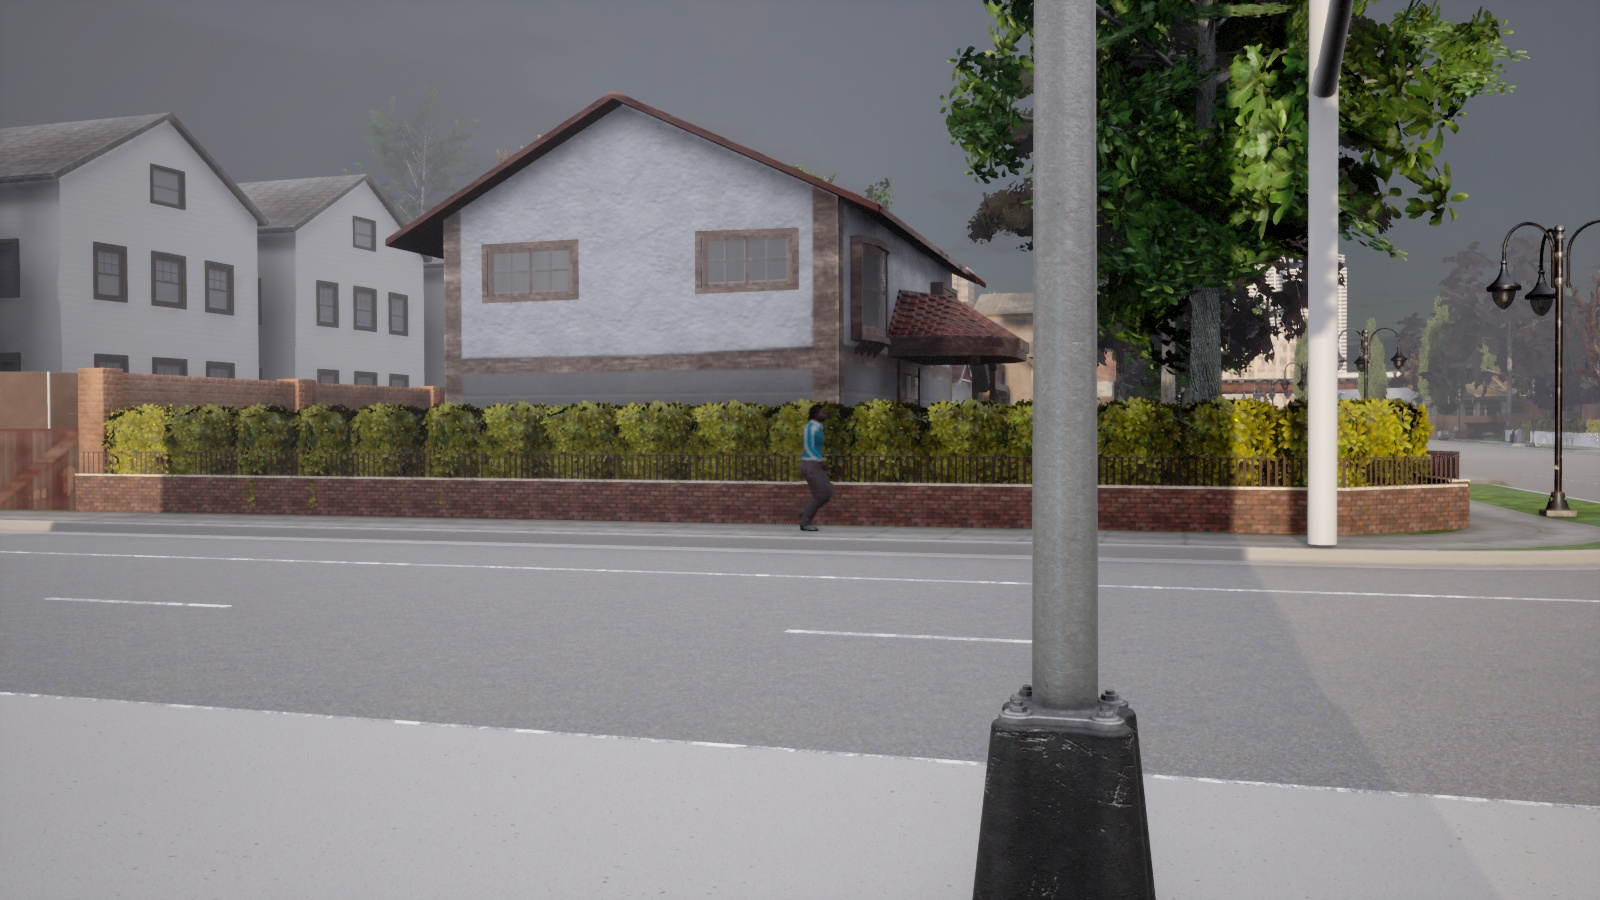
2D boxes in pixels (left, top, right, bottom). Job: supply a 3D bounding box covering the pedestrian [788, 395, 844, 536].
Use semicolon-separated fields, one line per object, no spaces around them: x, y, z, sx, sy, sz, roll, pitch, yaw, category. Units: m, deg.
0.229;0.204;17.416;0.692;1.930;0.396;0;1;16;pedestrian
